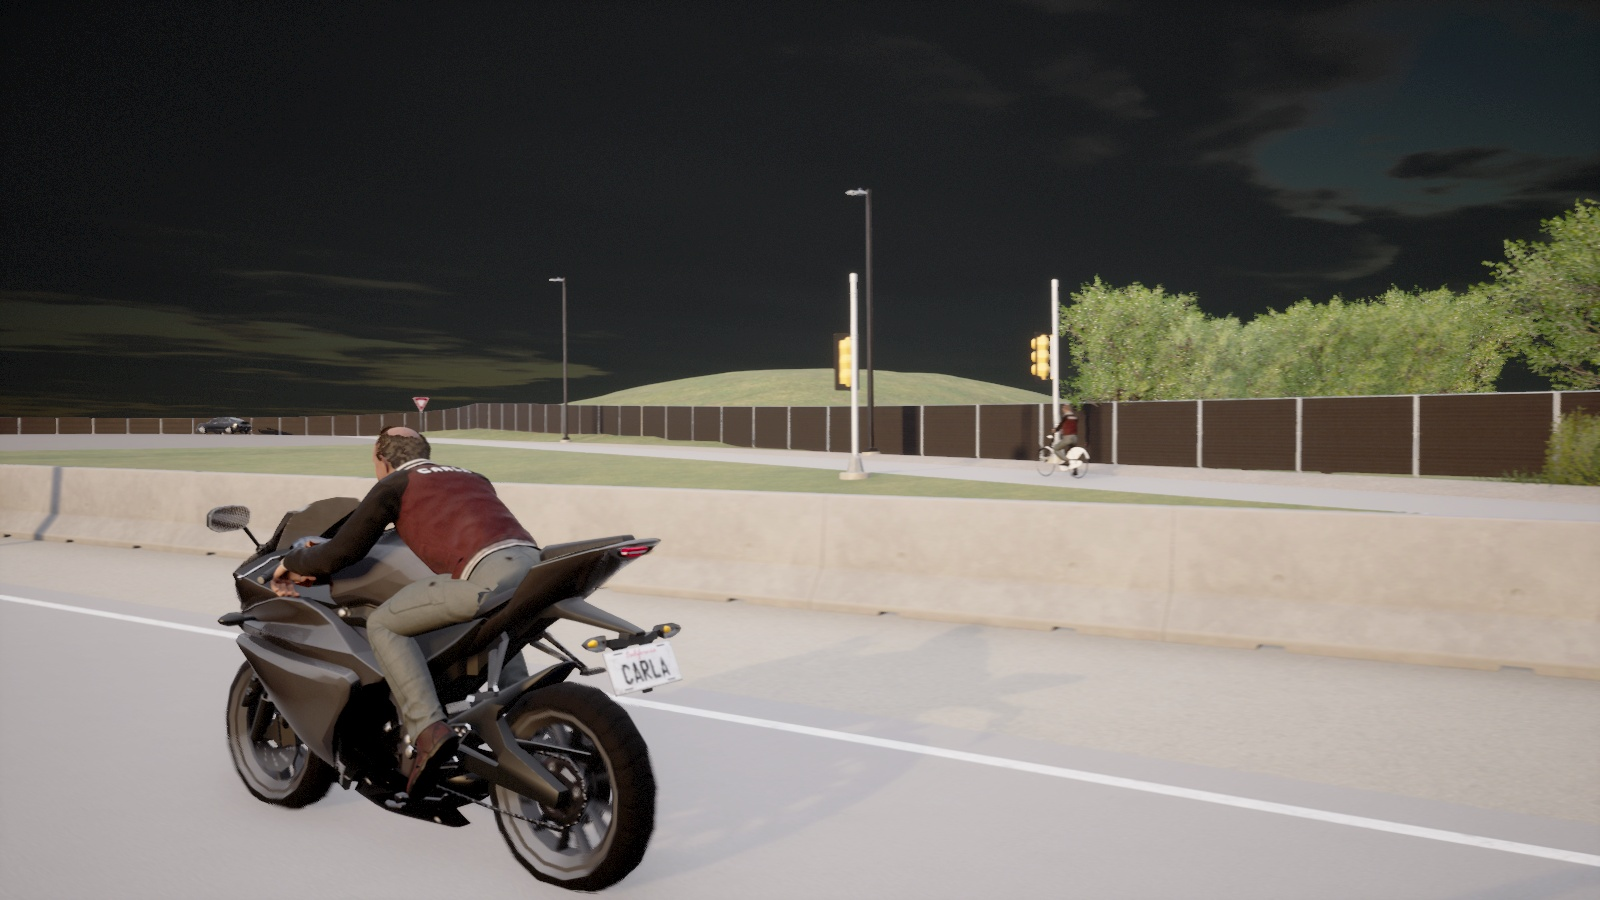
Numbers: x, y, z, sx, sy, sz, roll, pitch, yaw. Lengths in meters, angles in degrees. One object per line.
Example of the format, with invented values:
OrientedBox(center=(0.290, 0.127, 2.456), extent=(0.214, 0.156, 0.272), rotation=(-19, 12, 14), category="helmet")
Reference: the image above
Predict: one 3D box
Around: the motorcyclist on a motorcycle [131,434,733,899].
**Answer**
OrientedBox(center=(-1.391, 0.718, 4.549), extent=(2.191, 1.530, 0.866), rotation=(0, 1, 34), category="motorcyclist on a motorcycle")

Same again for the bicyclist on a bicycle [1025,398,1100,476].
OrientedBox(center=(6.209, -0.325, 29.789), extent=(0.659, 1.776, 1.843), rotation=(-2, 2, -29), category="bicyclist on a bicycle")
